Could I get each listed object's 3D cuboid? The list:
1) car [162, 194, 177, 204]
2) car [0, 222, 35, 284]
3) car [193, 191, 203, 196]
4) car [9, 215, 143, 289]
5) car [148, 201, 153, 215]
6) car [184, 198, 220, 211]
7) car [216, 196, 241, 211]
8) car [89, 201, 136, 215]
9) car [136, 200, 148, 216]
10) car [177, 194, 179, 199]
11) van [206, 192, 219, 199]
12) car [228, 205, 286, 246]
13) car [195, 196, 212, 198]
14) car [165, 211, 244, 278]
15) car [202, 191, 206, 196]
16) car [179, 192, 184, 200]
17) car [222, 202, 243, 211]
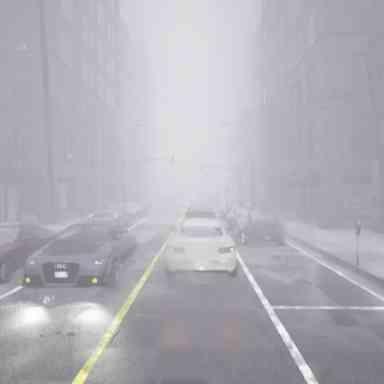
[{"bbox_3d":[-4.163,1.366,58.574,2.008,1.369,4.403,0,0,1],"label":"car"},{"bbox_3d":[-5.229,1.549,9.431,1.802,1.307,4.206,0,0,1],"label":"car"},{"bbox_3d":[1.849,1.058,87.309,2.097,1.767,4.553,0,0,1],"label":"car"},{"bbox_3d":[-2.700,1.534,8.952,1.994,1.385,4.181,0,0,1],"label":"car"},{"bbox_3d":[-4.750,1.450,31.499,2.008,1.369,4.403,0,0,1],"label":"car"},{"bbox_3d":[0.518,1.413,21.137,1.882,1.535,5.008,0,0,1],"label":"car"},{"bbox_3d":[3.154,1.362,25.817,1.967,1.590,4.097,0,0,1],"label":"car"},{"bbox_3d":[-4.989,1.373,20.465,1.967,1.590,4.097,0,0,1],"label":"car"},{"bbox_3d":[-4.874,1.442,25.812,1.752,1.417,4.829,0,0,1],"label":"car"},{"bbox_3d":[-4.040,1.342,64.255,1.887,1.381,4.507,0,0,1],"label":"car"},{"bbox_3d":[3.860,1.162,58.408,1.690,1.788,3.998,0,0,1],"label":"van"},{"bbox_3d":[2.914,1.507,14.781,2.008,1.369,4.403,0,0,1],"label":"car"},{"bbox_3d":[0.626,1.383,30.888,1.882,1.535,5.008,0,0,1],"label":"car"},{"bbox_3d":[0.271,1.495,9.929,1.812,1.442,4.674,0,0,1],"label":"car"},{"bbox_3d":[4.477,1.040,86.808,2.192,1.841,5.009,0,0,1],"label":"car"},{"bbox_3d":[-3.674,1.266,81.127,1.752,1.417,4.829,0,0,1],"label":"car"},{"bbox_3d":[3.034,1.521,20.299,1.802,1.307,4.206,0,0,1],"label":"car"}]
